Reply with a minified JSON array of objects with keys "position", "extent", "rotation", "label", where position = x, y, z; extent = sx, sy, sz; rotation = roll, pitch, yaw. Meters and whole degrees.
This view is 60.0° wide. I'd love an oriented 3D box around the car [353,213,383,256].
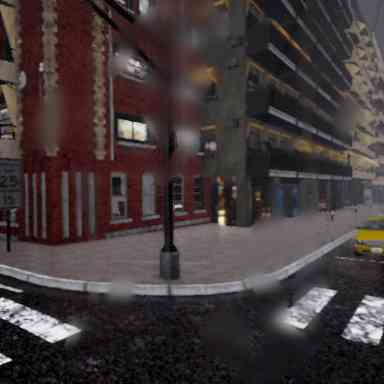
[{"position":[7.185,1.506,12.415],"extent":[1.752,1.417,4.829],"rotation":[-1,-1,35],"label":"car"}]
